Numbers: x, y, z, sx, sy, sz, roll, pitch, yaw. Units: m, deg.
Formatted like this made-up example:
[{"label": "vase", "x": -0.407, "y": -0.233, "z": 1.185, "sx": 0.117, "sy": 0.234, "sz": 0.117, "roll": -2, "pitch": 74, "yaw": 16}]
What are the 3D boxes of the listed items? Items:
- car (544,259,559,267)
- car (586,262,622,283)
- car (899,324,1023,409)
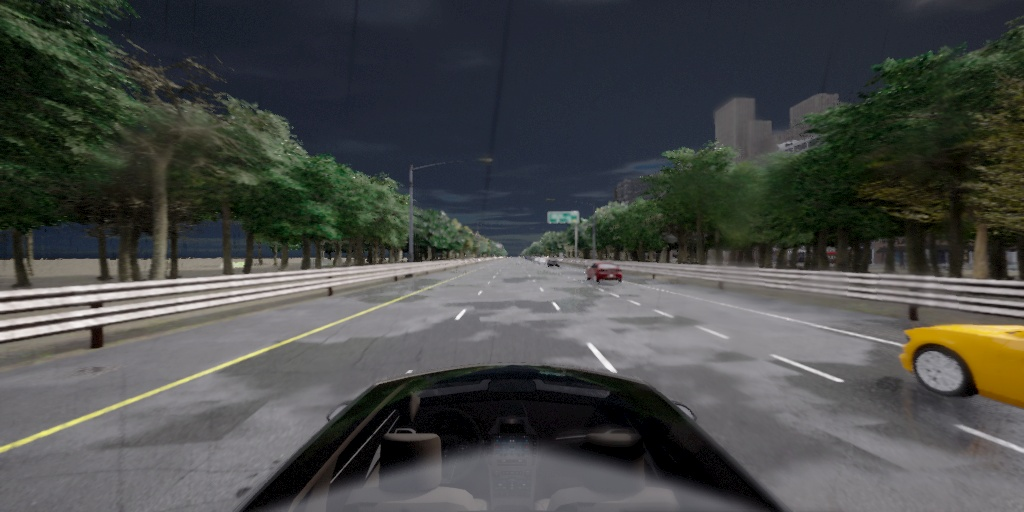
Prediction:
[{"label": "car", "x": 7.193, "y": 1.255, "z": 63.724, "sx": 1.837, "sy": 1.490, "sz": 4.892, "roll": 0, "pitch": 0, "yaw": 0}, {"label": "car", "x": 7.030, "y": 1.238, "z": 27.788, "sx": 1.882, "sy": 1.535, "sz": 5.008, "roll": 0, "pitch": 0, "yaw": 0}, {"label": "car", "x": 7.001, "y": 1.248, "z": 3.503, "sx": 1.882, "sy": 1.535, "sz": 5.008, "roll": 0, "pitch": 0, "yaw": 0}]
